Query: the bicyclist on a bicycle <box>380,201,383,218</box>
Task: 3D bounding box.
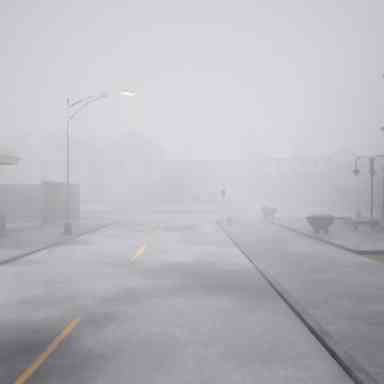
[{"bbox_3d":[18.147,1.640,31.347,0.582,1.620,1.656,0,-1,0],"label":"bicyclist on a bicycle"}]
